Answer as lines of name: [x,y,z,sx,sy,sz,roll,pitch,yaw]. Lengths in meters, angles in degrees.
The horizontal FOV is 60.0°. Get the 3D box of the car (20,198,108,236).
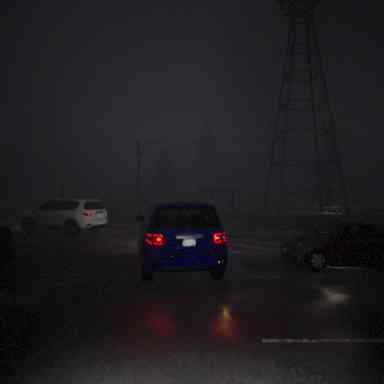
car: [-7.639,1.400,19.870,5.566,2.045,2.150,0,-1,25]

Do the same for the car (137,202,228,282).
car: [-0.516,1.311,10.318,2.150,2.045,5.566,0,-1,-10]

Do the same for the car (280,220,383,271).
car: [4.880,1.617,10.622,3.905,1.438,1.784,0,-1,0]
